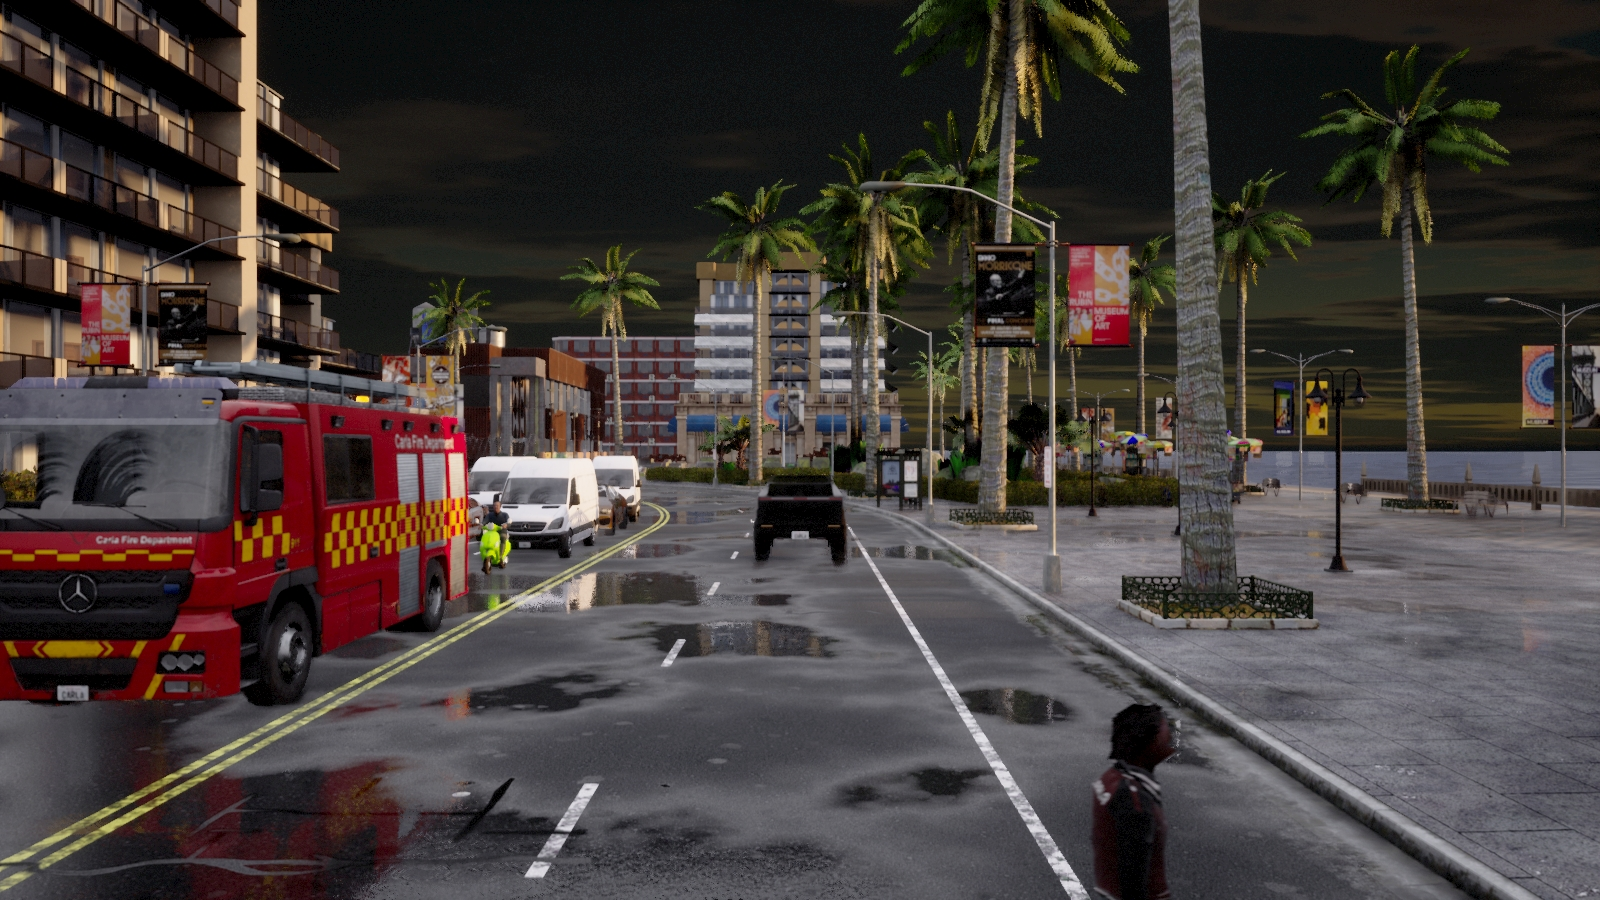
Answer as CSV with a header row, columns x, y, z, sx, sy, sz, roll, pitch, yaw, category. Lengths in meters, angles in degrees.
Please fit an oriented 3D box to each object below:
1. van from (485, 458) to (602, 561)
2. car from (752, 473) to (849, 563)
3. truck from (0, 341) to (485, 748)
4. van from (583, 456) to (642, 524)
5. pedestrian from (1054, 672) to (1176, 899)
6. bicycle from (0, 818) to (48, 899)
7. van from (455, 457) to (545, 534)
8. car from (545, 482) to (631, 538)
x,y,z,sx,sy,sz,roll,pitch,yaw,category
-7.029,1.533,31.988,1.988,2.561,5.915,0,0,-1,van
0.012,1.752,31.355,2.390,2.098,6.274,0,0,0,car
-6.744,0.890,14.978,2.891,3.827,8.468,0,0,0,truck
-7.527,1.533,46.335,1.988,2.561,5.915,0,0,-6,van
1.240,1.849,4.536,0.375,1.860,0.375,0,0,-1,pedestrian
-3.483,2.210,4.121,0.329,1.171,1.835,0,0,0,bicycle
-10.708,1.533,41.264,1.988,2.561,5.915,0,0,-3,van
-7.153,1.990,39.025,2.152,1.651,5.027,0,0,-2,car
